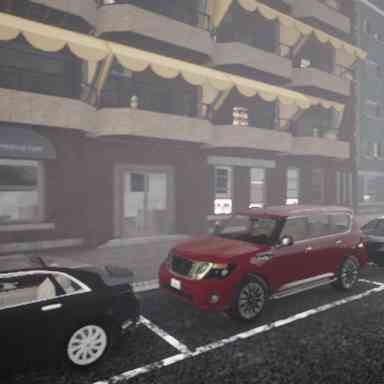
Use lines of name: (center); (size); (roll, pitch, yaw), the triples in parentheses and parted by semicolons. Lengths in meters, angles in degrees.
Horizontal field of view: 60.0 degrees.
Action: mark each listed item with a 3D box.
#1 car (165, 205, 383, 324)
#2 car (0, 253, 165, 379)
car: (1.791, 1.260, 7.241); (5.009, 1.841, 2.192); (-1, 1, -34)
car: (-2.784, 1.548, 4.105); (4.403, 1.369, 2.008); (-1, 1, -34)
